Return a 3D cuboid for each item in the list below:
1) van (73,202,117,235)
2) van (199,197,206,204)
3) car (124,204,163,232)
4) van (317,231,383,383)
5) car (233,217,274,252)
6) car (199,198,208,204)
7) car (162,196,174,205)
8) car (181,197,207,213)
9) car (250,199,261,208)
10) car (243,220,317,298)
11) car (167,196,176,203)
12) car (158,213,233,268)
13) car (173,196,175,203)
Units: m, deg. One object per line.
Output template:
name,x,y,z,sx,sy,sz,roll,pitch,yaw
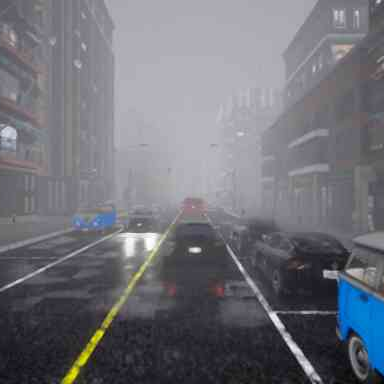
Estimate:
van,-5.676,1.502,19.824,1.690,1.788,3.998,0,0,0
van,2.730,2.106,86.129,1.690,1.788,3.998,0,-1,0
car,-3.090,1.737,21.471,1.994,1.385,4.181,0,0,0
van,2.698,1.364,2.836,1.690,1.788,3.998,0,0,0
car,2.701,1.679,14.158,1.947,1.339,4.313,0,0,0
car,2.727,2.254,80.496,1.887,1.381,4.507,0,-1,0
car,-5.656,2.221,74.870,1.947,1.339,4.313,0,-1,0
car,0.113,1.491,32.980,2.150,2.045,5.566,0,-1,0
car,13.493,2.133,62.540,5.009,1.841,2.192,1,-2,0
car,2.699,1.634,8.496,1.947,1.339,4.313,0,0,0
car,-5.649,2.138,91.762,2.192,1.841,5.009,0,-1,0
car,0.096,1.657,11.578,1.994,1.385,4.181,0,0,0
car,-5.651,2.290,85.961,1.752,1.417,4.829,0,-1,0
